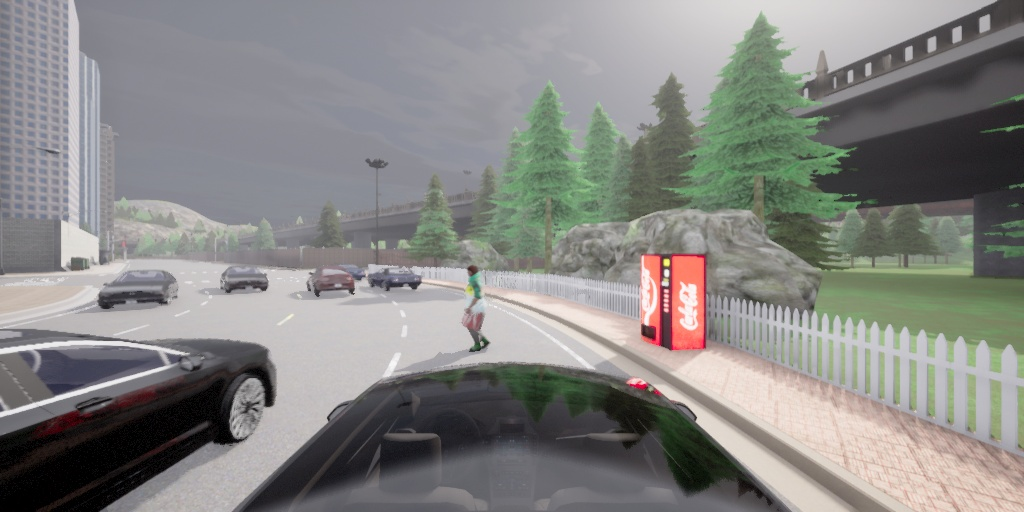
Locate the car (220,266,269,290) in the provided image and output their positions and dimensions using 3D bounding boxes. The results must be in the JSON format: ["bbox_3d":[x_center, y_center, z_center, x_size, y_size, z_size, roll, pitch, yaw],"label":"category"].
[{"bbox_3d":[-15.513,1.291,20.663,2.033,1.411,5.357,0,0,-43],"label":"car"}]

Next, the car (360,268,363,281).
[{"bbox_3d":[-13.664,1.287,28.891,5.357,1.411,2.033,0,0,44],"label":"car"}]

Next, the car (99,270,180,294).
[{"bbox_3d":[-15.484,1.293,15.167,2.033,1.411,5.357,0,0,-38],"label":"car"}]

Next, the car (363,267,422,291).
[{"bbox_3d":[-7.210,1.343,21.668,1.895,1.301,4.718,0,0,-37],"label":"car"}]

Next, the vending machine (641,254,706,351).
[{"bbox_3d":[3.365,0.943,7.565,1.100,2.100,0.880,0,0,-10],"label":"vending machine"}]

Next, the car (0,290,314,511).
[{"bbox_3d":[-3.705,1.241,2.363,2.128,1.511,4.902,0,0,-2],"label":"car"}]

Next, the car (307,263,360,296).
[{"bbox_3d":[-9.817,1.269,19.358,1.812,1.442,4.674,0,0,-35],"label":"car"}]

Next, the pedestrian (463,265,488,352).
[{"bbox_3d":[-0.768,1.042,7.518,0.375,1.860,0.375,0,0,-11],"label":"pedestrian"}]
